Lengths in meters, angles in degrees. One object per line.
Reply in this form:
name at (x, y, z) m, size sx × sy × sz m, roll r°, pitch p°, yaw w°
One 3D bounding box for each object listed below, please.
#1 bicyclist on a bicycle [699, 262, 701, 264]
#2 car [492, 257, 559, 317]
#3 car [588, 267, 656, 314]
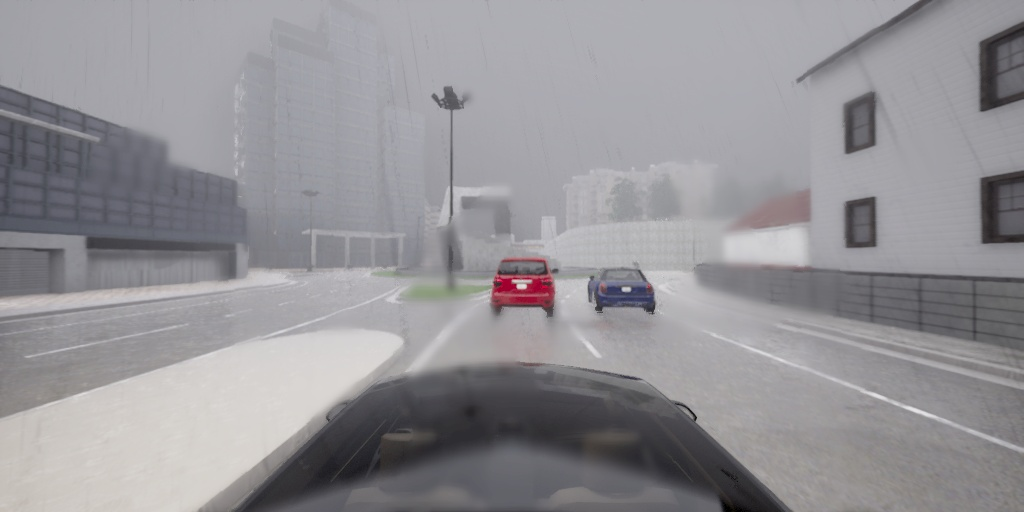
bicyclist on a bicycle at (19.857, 1.492, 37.842) m, size 0.582 × 1.620 × 1.656 m, roll 0°, pitch -1°, yaw 41°
car at (0.604, 1.069, 13.893) m, size 2.150 × 2.045 × 5.566 m, roll 0°, pitch 0°, yaw 6°
car at (4.295, 1.206, 14.632) m, size 2.097 × 1.767 × 4.553 m, roll 0°, pitch 0°, yaw 8°
